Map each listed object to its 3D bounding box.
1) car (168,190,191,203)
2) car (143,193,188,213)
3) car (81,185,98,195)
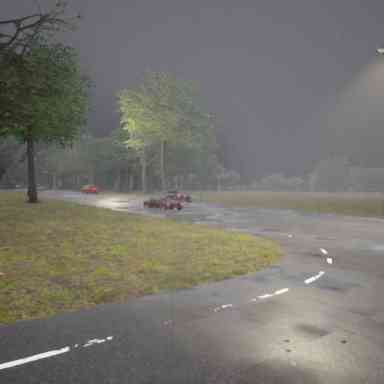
[{"bbox_3d":[-2.096,0.492,41.995,2.097,1.767,4.553,-1,2,-35],"label":"car"},{"bbox_3d":[-2.714,1.090,30.797,1.895,1.301,4.718,-1,2,-35],"label":"car"},{"bbox_3d":[-21.290,-0.482,68.967,2.150,2.045,5.566,-1,2,-35],"label":"car"}]
